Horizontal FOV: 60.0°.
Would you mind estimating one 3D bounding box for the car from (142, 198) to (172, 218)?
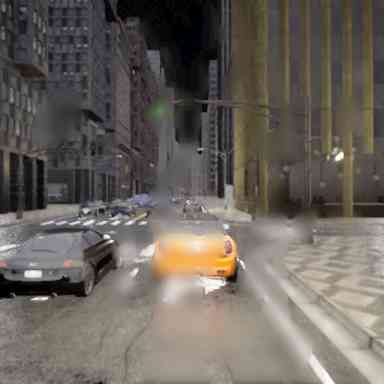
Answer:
[{"bbox_3d":[-3.187,1.623,31.448,1.837,1.490,4.892,0,0,0],"label":"car"}]

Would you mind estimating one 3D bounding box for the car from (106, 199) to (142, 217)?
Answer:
[{"bbox_3d":[-6.639,1.668,33.047,2.033,1.411,5.357,0,0,0],"label":"car"}]

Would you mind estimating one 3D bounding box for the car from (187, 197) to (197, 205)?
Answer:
[{"bbox_3d":[-0.077,1.709,63.206,1.812,1.442,4.674,0,0,0],"label":"car"}]

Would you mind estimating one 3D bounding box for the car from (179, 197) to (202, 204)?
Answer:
[{"bbox_3d":[0.057,1.618,35.793,2.128,1.511,4.902,0,0,0],"label":"car"}]

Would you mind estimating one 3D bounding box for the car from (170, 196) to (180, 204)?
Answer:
[{"bbox_3d":[-3.327,1.536,63.162,2.097,1.767,4.553,0,0,0],"label":"car"}]

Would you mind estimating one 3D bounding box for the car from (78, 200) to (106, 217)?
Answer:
[{"bbox_3d":[-9.896,1.613,33.351,2.128,1.511,4.902,0,0,-1],"label":"car"}]

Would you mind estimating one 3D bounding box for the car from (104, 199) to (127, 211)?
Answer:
[{"bbox_3d":[-9.892,1.649,43.474,1.837,1.490,4.892,0,0,0],"label":"car"}]

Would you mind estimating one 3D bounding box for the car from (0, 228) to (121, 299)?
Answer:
[{"bbox_3d":[-3.158,1.603,8.610,1.994,1.385,4.181,0,0,0],"label":"car"}]

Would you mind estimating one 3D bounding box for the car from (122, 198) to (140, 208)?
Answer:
[{"bbox_3d":[-9.846,1.713,54.133,2.033,1.411,5.357,0,0,0],"label":"car"}]

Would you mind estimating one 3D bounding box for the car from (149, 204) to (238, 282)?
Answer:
[{"bbox_3d":[0.090,1.396,10.042,2.097,1.767,4.553,0,0,0],"label":"car"}]

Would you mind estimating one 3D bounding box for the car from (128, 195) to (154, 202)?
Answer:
[{"bbox_3d":[-6.660,1.365,43.231,2.150,2.045,5.566,0,0,0],"label":"car"}]
